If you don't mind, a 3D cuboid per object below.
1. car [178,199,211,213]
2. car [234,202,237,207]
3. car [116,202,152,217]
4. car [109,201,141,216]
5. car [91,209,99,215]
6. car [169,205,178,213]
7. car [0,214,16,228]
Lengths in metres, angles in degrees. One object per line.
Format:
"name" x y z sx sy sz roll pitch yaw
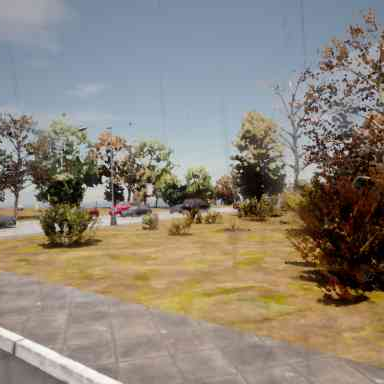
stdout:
"car" 0.725 2.051 48.719 2.150 2.045 5.566 -3 -3 31
"car" 9.319 2.455 62.299 1.882 1.535 5.008 -3 -2 33
"car" -7.114 2.474 43.101 1.812 1.442 4.674 -3 -2 32
"car" -9.100 2.342 46.542 2.150 2.045 5.566 -3 -2 32
"car" -12.117 2.385 35.172 1.882 1.535 5.008 -3 -2 33
"car" -1.754 2.578 51.596 1.994 1.385 4.181 -3 -2 33
"car" -16.988 2.453 27.684 1.994 1.385 4.181 -3 -2 34
